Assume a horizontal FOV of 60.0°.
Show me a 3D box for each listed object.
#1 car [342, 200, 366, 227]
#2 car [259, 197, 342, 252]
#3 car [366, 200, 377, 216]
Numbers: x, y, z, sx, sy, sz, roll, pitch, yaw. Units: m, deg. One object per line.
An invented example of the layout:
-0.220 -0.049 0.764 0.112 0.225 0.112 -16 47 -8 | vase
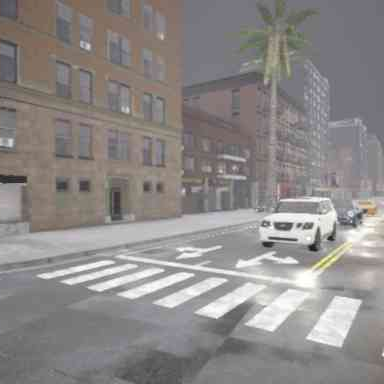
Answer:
10.529 1.406 23.258 2.097 1.767 4.553 0 0 33 | car
4.854 1.261 14.694 2.150 2.045 5.566 0 0 33 | car
17.742 1.557 34.111 1.882 1.535 5.008 0 1 34 | car
